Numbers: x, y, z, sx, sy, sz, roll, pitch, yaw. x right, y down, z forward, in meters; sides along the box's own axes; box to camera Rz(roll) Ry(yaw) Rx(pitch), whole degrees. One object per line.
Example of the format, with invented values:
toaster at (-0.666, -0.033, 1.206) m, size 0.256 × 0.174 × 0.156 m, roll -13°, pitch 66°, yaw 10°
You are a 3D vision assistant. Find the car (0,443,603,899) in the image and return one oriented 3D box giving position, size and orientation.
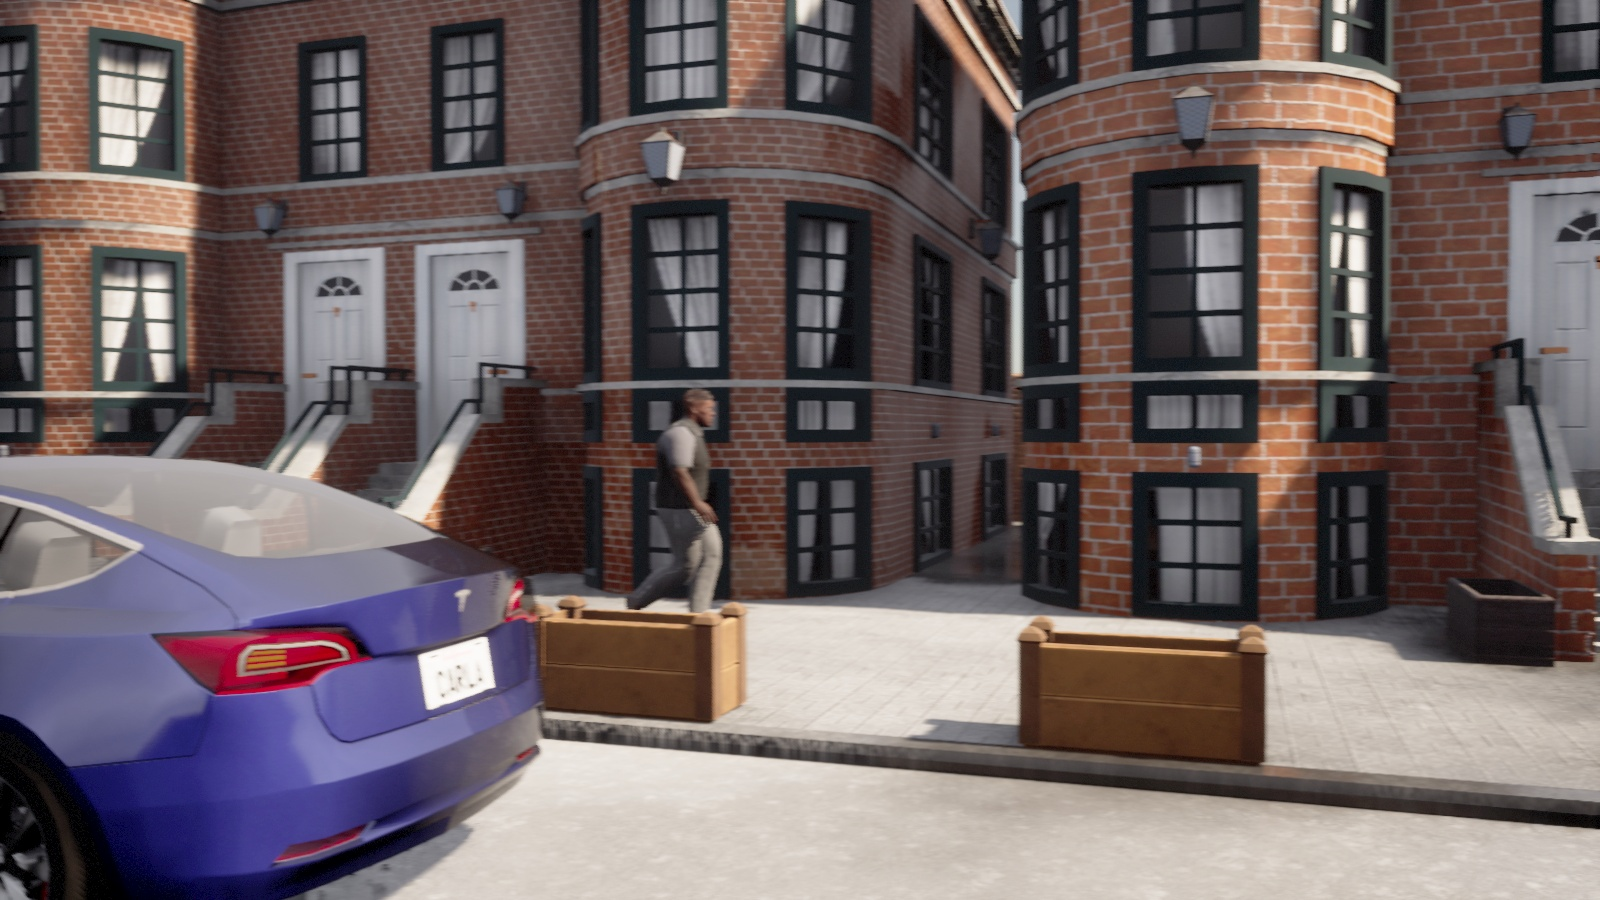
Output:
car at (-3.424, 0.733, 4.870) m, size 4.792 × 1.488 × 2.163 m, roll 1°, pitch 1°, yaw 19°

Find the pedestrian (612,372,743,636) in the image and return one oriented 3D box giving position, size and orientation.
pedestrian at (-0.899, 0.381, 9.305) m, size 0.849 × 1.883 × 0.563 m, roll 0°, pitch 1°, yaw 8°
